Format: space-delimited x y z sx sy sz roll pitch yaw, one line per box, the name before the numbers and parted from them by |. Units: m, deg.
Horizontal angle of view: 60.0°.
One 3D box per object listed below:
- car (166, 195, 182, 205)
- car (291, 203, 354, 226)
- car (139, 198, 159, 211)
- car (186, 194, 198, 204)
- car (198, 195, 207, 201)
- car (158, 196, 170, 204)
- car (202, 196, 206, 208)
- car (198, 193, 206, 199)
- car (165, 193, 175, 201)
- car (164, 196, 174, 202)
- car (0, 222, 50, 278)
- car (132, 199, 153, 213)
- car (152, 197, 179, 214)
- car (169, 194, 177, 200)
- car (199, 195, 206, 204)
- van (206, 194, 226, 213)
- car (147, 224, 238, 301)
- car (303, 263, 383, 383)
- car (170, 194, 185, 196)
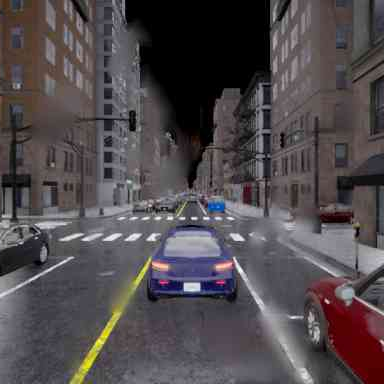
car | -2.797 1.502 46.090 1.837 1.490 4.892 0 0 0
car | 9.560 1.543 23.615 5.008 1.535 1.882 0 0 -4
car | -5.341 1.542 41.752 1.887 1.381 4.507 0 0 0
car | 0.126 1.535 65.820 2.033 1.411 5.357 0 0 0
car | 2.737 1.522 87.201 2.008 1.369 4.403 0 0 0
car | -5.314 1.555 64.480 1.947 1.339 4.313 0 0 0
car | 2.691 1.579 47.432 1.802 1.307 4.206 0 0 0
car | 2.711 1.304 64.477 2.192 1.841 5.009 0 0 0
car | -5.295 1.291 81.525 2.192 1.841 5.009 0 0 0
car | -5.302 1.546 75.844 1.947 1.339 4.313 0 0 0
car | -5.378 1.551 8.989 2.008 1.369 4.403 0 0 0
car | -5.348 1.549 36.071 2.008 1.369 4.403 0 0 0
car | -2.809 1.562 35.963 1.994 1.385 4.181 0 0 0
car | -5.282 1.408 92.889 1.967 1.590 4.097 0 0 0
car | 2.704 1.575 58.795 1.802 1.307 4.206 0 0 0
van | 2.678 1.339 36.070 1.690 1.788 3.998 0 0 0
car | 0.013 1.526 8.220 1.812 1.442 4.674 0 0 0
car | 2.640 1.440 3.470 1.967 1.590 4.097 0 0 0
car | -2.764 1.555 58.279 1.994 1.385 4.181 0 0 0
